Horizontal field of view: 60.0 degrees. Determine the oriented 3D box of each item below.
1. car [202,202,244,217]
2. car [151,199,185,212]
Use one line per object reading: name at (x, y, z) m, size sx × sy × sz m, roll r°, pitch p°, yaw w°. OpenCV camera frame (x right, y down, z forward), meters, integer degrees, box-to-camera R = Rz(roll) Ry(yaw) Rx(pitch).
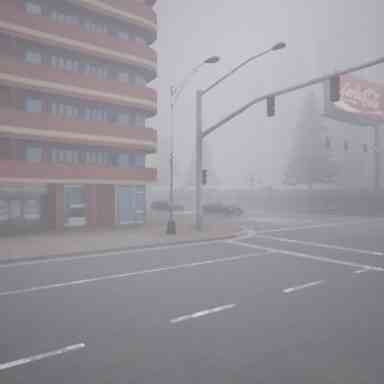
car at (2.777, 1.598, 31.724) m, size 1.895 × 1.301 × 4.718 m, roll 0°, pitch 0°, yaw -36°
car at (-2.948, 1.545, 39.652) m, size 2.033 × 1.411 × 5.357 m, roll 0°, pitch 0°, yaw -36°
